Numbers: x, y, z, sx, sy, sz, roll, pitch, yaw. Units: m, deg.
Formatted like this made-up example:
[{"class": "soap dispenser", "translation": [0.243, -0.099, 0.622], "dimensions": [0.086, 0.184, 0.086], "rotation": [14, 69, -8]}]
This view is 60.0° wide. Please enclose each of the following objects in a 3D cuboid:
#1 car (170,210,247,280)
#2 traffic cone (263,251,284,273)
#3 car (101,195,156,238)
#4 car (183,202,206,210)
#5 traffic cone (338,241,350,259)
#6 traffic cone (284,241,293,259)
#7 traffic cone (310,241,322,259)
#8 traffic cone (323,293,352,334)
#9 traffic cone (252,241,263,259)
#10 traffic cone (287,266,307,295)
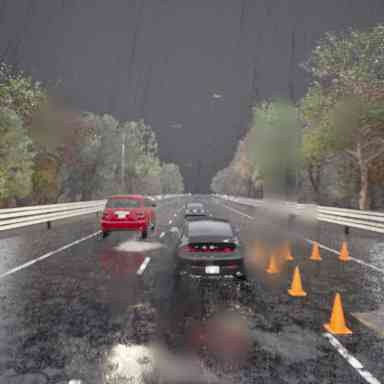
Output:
[{"class": "car", "translation": [0.417, 1.494, 9.853], "dimensions": [1.837, 1.490, 4.892], "rotation": [1, 0, -1]}, {"class": "traffic cone", "translation": [2.311, 1.967, 9.450], "dimensions": [0.340, 0.580, 0.340], "rotation": [1, 0, -1]}, {"class": "car", "translation": [-3.188, 1.180, 17.535], "dimensions": [2.150, 2.045, 5.566], "rotation": [1, 0, -1]}, {"class": "car", "translation": [0.235, 1.563, 28.578], "dimensions": [2.033, 1.411, 5.357], "rotation": [1, 0, 0]}, {"class": "traffic cone", "translation": [5.273, 2.007, 11.505], "dimensions": [0.340, 0.580, 0.340], "rotation": [1, 0, -1]}, {"class": "traffic cone", "translation": [3.274, 1.982, 11.468], "dimensions": [0.340, 0.580, 0.340], "rotation": [1, 0, -1]}, {"class": "traffic cone", "translation": [4.273, 1.994, 11.486], "dimensions": [0.340, 0.580, 0.340], "rotation": [1, 0, -1]}, {"class": "traffic cone", "translation": [2.384, 1.961, 5.451], "dimensions": [0.340, 0.580, 0.340], "rotation": [1, 0, -1]}, {"class": "traffic cone", "translation": [2.274, 1.970, 11.450], "dimensions": [0.340, 0.580, 0.340], "rotation": [1, 0, -1]}, {"class": "traffic cone", "translation": [2.347, 1.964, 7.450], "dimensions": [0.340, 0.580, 0.340], "rotation": [1, 0, -1]}]
